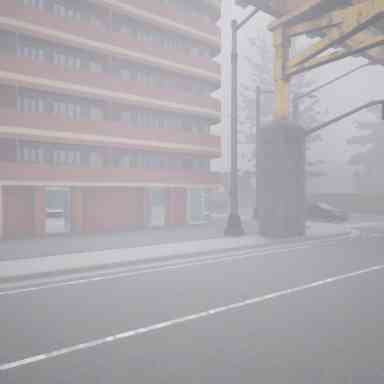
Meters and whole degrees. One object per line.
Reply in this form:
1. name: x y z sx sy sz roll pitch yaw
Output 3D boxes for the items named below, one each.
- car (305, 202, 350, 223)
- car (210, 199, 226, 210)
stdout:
1. car: 9.817 1.526 25.841 1.812 1.442 4.674 0 0 -35
2. car: 2.445 1.564 42.666 1.994 1.385 4.181 0 0 -35
